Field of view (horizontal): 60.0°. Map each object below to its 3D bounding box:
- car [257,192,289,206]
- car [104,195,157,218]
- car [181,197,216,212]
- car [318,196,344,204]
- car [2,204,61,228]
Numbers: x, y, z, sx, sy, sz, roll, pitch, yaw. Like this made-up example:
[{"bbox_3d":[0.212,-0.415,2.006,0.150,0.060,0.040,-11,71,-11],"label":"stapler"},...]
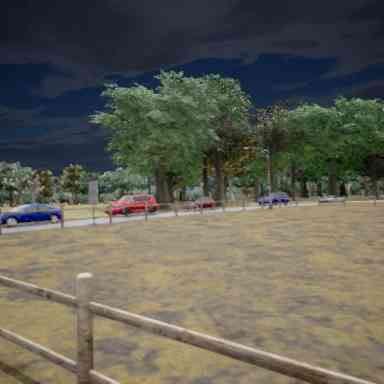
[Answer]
[{"bbox_3d":[12.415,1.093,50.638,5.566,2.045,2.150,-1,-1,-37],"label":"car"},{"bbox_3d":[-5.828,1.342,32.245,2.150,2.045,5.566,-2,-1,38],"label":"car"},{"bbox_3d":[0.811,1.397,40.021,2.097,1.767,4.553,-3,-1,43],"label":"car"},{"bbox_3d":[22.725,1.235,53.998,4.718,1.301,1.895,-1,-2,-30],"label":"car"},{"bbox_3d":[-11.836,1.652,24.092,1.882,1.535,5.008,-2,-1,36],"label":"car"}]
